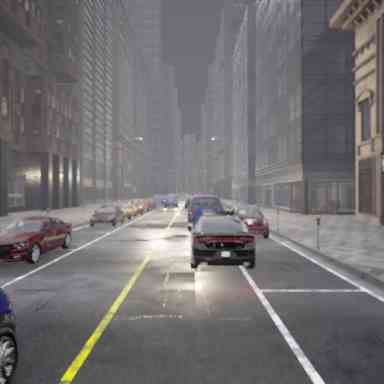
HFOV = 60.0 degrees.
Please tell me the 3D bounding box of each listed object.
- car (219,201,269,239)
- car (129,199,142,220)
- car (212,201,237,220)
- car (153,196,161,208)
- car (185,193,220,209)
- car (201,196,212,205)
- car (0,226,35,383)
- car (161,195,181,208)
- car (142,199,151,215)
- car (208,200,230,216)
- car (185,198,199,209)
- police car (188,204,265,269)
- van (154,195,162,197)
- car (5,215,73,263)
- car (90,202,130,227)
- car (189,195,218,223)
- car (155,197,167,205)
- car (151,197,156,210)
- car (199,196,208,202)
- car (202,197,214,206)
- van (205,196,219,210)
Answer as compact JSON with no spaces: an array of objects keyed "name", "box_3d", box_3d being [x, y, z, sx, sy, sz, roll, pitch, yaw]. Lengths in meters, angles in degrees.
[{"name":"car","box_3d":[2.748,1.463,17.593,1.967,1.590,4.097,0,0,0]},{"name":"car","box_3d":[-5.789,1.564,28.611,1.752,1.417,4.829,0,0,0]},{"name":"car","box_3d":[2.736,1.563,28.968,1.752,1.417,4.829,0,0,0]},{"name":"car","box_3d":[-5.806,1.607,45.587,1.887,1.381,4.507,0,0,0]},{"name":"car","box_3d":[0.799,1.251,21.295,2.150,2.045,5.566,0,0,-1]},{"name":"car","box_3d":[2.702,1.524,62.411,1.967,1.590,4.097,0,0,0]},{"name":"car","box_3d":[-3.102,1.355,2.013,2.097,1.767,4.553,0,0,0]},{"name":"car","box_3d":[-3.055,1.546,49.359,1.882,1.535,5.008,0,0,0]},{"name":"car","box_3d":[-5.795,1.487,34.383,1.967,1.590,4.097,0,0,0]},{"name":"car","box_3d":[2.730,1.590,34.401,1.887,1.381,4.507,0,0,0]},{"name":"car","box_3d":[-0.025,1.627,46.929,1.994,1.385,4.181,0,0,0]},{"name":"police car","box_3d":[0.888,1.440,11.382,1.930,1.638,5.238,0,0,0]},{"name":"van","box_3d":[-5.817,1.419,56.791,1.690,1.788,3.998,0,0,0]},{"name":"car","box_3d":[-5.772,1.561,11.976,1.887,1.381,4.507,0,0,0]},{"name":"car","box_3d":[-5.784,1.613,23.179,1.802,1.307,4.206,0,0,0]},{"name":"car","box_3d":[0.872,1.261,27.304,2.150,2.045,5.566,0,0,0]},{"name":"car","box_3d":[-5.824,1.668,62.392,1.802,1.307,4.206,0,0,0]},{"name":"car","box_3d":[-5.801,1.599,39.985,1.887,1.381,4.507,0,0,0]},{"name":"car","box_3d":[2.685,1.653,79.217,1.887,1.381,4.507,0,0,0]},{"name":"car","box_3d":[2.707,1.621,56.809,1.887,1.381,4.507,0,0,0]},{"name":"van","box_3d":[2.719,1.402,45.605,1.690,1.788,3.998,0,0,0]}]
